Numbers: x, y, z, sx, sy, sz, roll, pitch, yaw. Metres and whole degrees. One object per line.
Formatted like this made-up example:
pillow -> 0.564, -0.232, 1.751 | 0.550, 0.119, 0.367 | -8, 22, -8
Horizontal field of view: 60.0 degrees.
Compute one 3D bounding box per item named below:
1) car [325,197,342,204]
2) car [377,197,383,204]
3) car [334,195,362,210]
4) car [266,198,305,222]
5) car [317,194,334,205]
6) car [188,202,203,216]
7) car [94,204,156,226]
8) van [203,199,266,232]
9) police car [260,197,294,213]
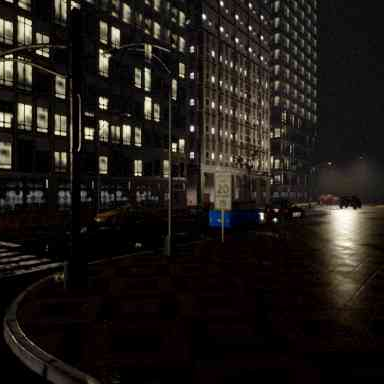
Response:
car -> 28.521, 1.623, 66.932 | 2.008, 1.369, 4.403 | 0, 0, 38
car -> 38.158, 1.658, 66.536 | 1.947, 1.339, 4.313 | 0, 0, 38
car -> 21.197, 1.368, 44.488 | 2.192, 1.841, 5.009 | 0, 0, 38
car -> 7.628, 1.472, 26.848 | 1.967, 1.590, 4.097 | 0, 0, 38
car -> 25.129, 1.379, 62.523 | 2.192, 1.841, 5.009 | 0, 0, 38
car -> 1.382, 1.603, 31.653 | 1.802, 1.307, 4.206 | 0, 0, 38
car -> -4.723, 1.539, 23.928 | 1.752, 1.417, 4.829 | 0, 0, 38
van -> 2.668, 1.367, 20.217 | 1.690, 1.788, 3.998 | 0, 0, 38
police car -> 9.997, 1.458, 38.644 | 1.930, 1.638, 5.238 | 0, 0, 38
